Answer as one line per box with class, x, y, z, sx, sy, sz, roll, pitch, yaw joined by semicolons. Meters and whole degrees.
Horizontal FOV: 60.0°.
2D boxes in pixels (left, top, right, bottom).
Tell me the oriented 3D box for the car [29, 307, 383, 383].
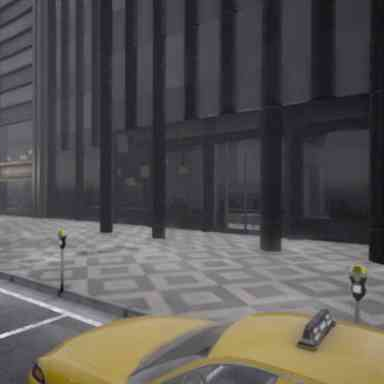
car;0.632;1.524;2.396;4.829;1.417;1.752;0;0;37
